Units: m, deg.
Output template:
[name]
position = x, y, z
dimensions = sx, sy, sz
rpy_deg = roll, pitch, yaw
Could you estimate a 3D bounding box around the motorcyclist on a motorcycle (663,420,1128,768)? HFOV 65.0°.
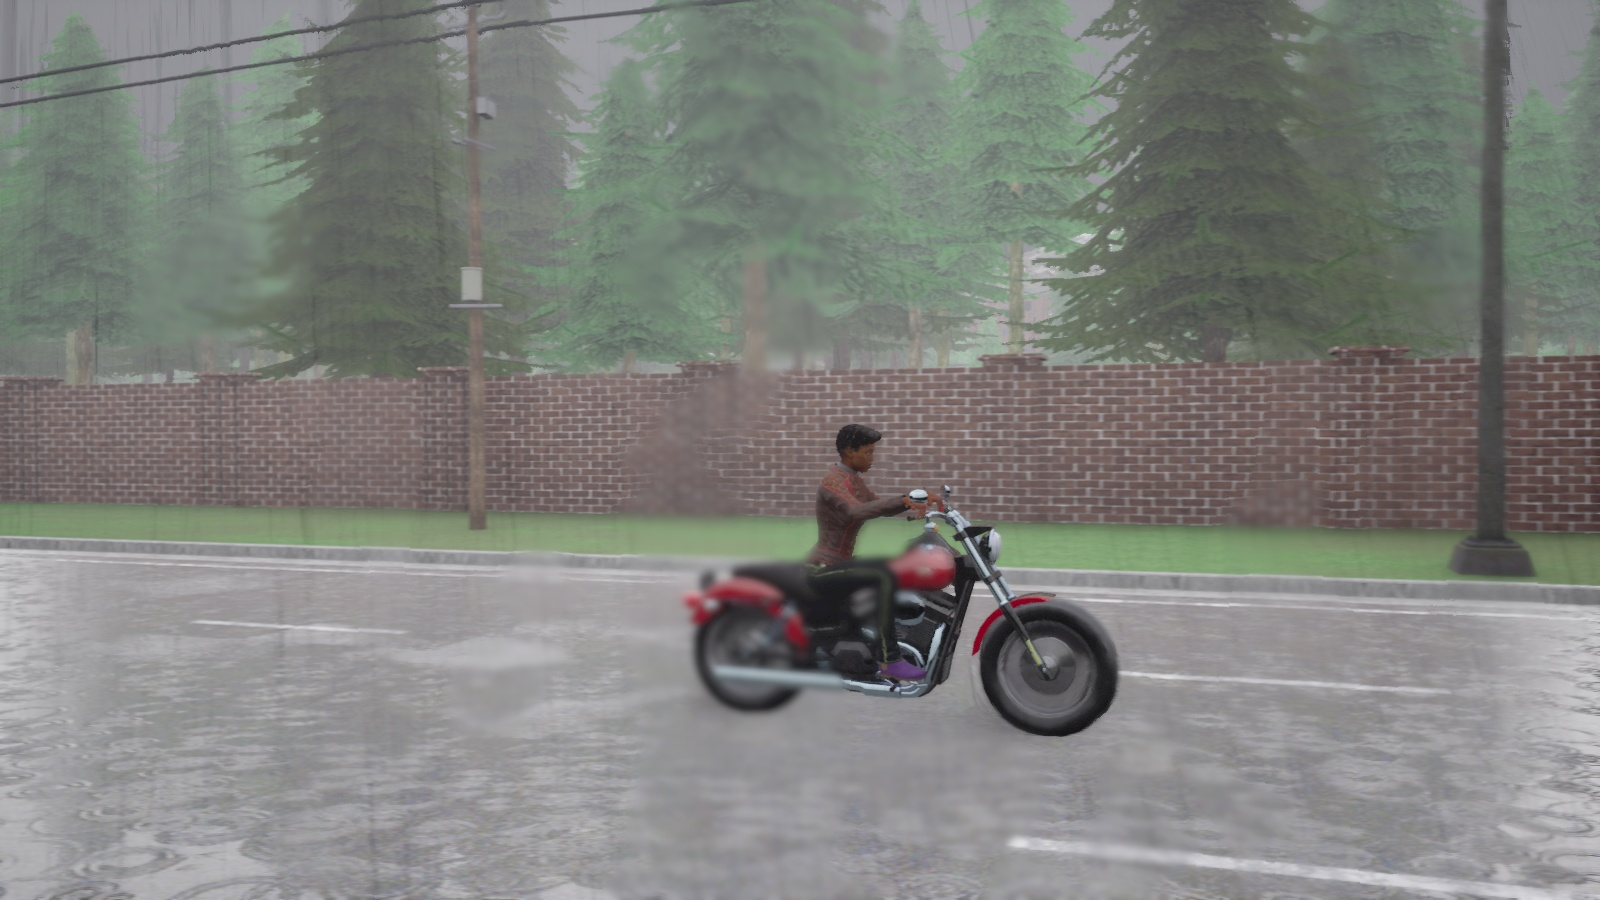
[motorcyclist on a motorcycle]
position = 0.505, 0.671, 6.715
dimensions = 2.350, 1.649, 0.766
rpy_deg = 1, 1, 19
